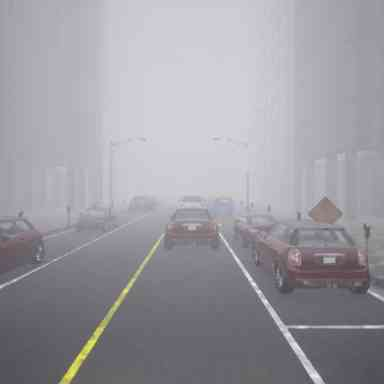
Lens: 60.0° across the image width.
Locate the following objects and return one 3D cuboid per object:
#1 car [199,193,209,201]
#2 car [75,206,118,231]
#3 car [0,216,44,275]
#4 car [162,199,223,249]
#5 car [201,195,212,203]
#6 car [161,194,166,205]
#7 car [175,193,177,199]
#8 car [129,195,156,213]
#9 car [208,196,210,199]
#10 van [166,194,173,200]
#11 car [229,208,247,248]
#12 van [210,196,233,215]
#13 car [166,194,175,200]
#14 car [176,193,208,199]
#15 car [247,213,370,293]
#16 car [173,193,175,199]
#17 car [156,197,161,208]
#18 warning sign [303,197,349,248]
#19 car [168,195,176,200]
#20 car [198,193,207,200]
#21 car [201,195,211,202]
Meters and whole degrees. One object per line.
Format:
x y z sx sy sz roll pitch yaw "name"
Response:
2.858 1.230 82.171 2.192 1.841 5.009 0 0 0 "car"
-5.667 1.548 20.154 2.008 1.369 4.403 0 0 0 "car"
-5.668 1.440 8.876 1.967 1.590 4.097 0 0 0 "car"
0.000 1.366 14.620 2.097 1.767 4.553 0 0 0 "car"
2.859 1.365 65.253 1.967 1.590 4.097 0 0 0 "car"
-5.667 1.471 53.782 1.752 1.417 4.829 0 0 1 "car"
-3.001 1.222 76.756 2.097 1.767 4.553 0 0 0 "car"
-5.666 1.294 37.073 2.192 1.841 5.009 0 0 0 "car"
2.860 1.504 37.223 1.752 1.417 4.829 0 0 0 "car"
-5.666 1.260 70.906 1.690 1.788 3.998 0 0 0 "van"
2.858 1.581 14.492 1.802 1.307 4.206 0 0 0 "car"
2.859 1.329 31.411 1.690 1.788 3.998 0 0 0 "van"
-5.668 1.356 87.823 1.967 1.590 4.097 0 0 0 "car"
0.000 1.248 29.679 2.150 2.045 5.566 0 0 0 "car"
2.858 1.440 8.851 1.967 1.590 4.097 0 0 0 "car"
-5.667 1.481 76.545 1.947 1.339 4.313 0 0 0 "car"
-5.666 1.284 42.714 2.192 1.841 5.009 0 0 0 "car"
5.066 1.115 12.650 1.300 1.860 1.060 0 0 0 "warning sign"
-5.668 1.462 93.462 1.887 1.381 4.507 0 0 0 "car"
2.858 1.230 87.809 2.192 1.841 5.009 0 0 0 "car"
2.859 1.359 70.891 1.967 1.590 4.097 0 0 0 "car"
